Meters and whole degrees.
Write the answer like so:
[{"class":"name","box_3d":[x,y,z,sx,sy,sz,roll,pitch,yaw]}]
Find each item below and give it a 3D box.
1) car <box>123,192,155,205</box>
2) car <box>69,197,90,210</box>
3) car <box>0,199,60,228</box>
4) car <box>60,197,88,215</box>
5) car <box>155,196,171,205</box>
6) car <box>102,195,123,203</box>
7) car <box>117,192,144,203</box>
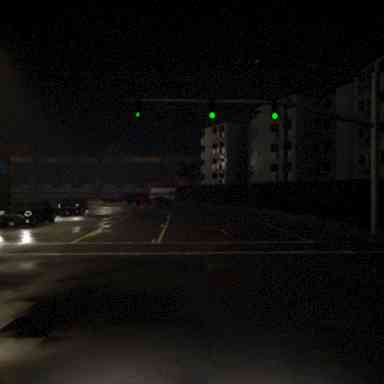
[{"class":"car","box_3d":[-8.612,1.052,53.761,2.150,2.045,5.566,0,0,-34]},{"class":"car","box_3d":[-14.146,1.405,41.562,2.033,1.411,5.357,0,0,-24]},{"class":"car","box_3d":[-10.721,1.287,21.843,2.097,1.767,4.553,0,0,-2]},{"class":"car","box_3d":[-11.414,1.251,31.635,2.097,1.767,4.553,0,0,-10]},{"class":"car","box_3d":[-5.402,1.381,55.238,2.033,1.411,5.357,0,0,-34]},{"class":"car","box_3d":[-14.527,1.390,61.034,4.718,1.301,1.895,0,0,43]},{"class":"car","box_3d":[-11.674,1.015,63.130,5.566,2.045,2.150,0,0,43]}]
